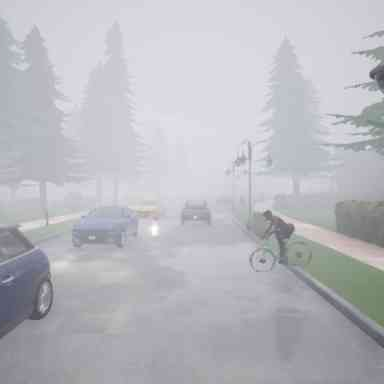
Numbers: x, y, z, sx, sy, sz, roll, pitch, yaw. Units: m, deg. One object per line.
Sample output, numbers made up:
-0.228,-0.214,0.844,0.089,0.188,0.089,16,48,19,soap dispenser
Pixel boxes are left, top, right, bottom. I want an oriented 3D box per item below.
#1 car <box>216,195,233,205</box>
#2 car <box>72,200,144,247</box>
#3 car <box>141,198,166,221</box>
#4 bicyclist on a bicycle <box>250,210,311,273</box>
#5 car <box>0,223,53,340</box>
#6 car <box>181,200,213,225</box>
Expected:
4.722,1.086,48.139,1.994,1.385,4.181,0,1,16,car
-3.542,1.336,14.369,1.882,1.535,5.008,0,1,1,car
-3.176,1.233,24.814,1.882,1.535,5.008,0,1,4,car
2.266,1.277,8.772,1.656,1.620,0.582,-9,1,0,bicyclist on a bicycle
-3.585,1.310,4.158,2.097,1.767,4.553,0,1,0,car
0.321,1.272,22.116,2.128,1.511,4.902,0,1,3,car
